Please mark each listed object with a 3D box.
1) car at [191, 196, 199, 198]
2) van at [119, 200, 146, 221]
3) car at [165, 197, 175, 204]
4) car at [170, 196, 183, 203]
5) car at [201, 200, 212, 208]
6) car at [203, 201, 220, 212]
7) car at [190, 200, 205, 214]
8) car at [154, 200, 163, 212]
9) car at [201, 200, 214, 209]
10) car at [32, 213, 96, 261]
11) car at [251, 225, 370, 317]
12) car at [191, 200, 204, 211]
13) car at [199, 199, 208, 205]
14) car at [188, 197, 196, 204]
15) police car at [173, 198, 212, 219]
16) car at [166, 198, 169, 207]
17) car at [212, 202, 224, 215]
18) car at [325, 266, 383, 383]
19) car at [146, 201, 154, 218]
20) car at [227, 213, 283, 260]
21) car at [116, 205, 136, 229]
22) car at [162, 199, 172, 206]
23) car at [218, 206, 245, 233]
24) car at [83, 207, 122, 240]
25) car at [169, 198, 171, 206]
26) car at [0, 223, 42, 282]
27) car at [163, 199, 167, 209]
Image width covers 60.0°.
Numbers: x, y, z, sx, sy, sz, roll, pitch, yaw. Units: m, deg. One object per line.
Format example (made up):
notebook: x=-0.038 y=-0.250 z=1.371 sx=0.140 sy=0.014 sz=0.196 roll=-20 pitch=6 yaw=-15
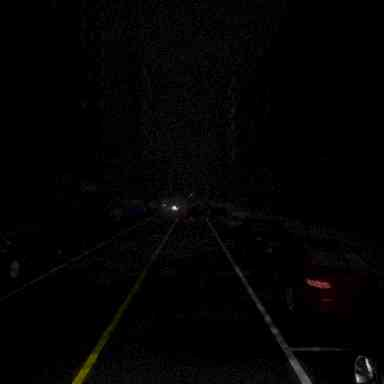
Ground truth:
car: x=-0.004 y=2.101 z=68.826 sx=1.994 sy=1.385 sz=4.181 roll=0 pitch=-1 yaw=0
van: x=-5.390 y=1.623 z=29.001 sx=1.690 sy=1.788 sz=3.998 roll=0 pitch=-1 yaw=0
car: x=-5.392 y=2.097 z=83.126 sx=2.192 sy=1.841 sz=5.009 roll=0 pitch=-1 yaw=0
car: x=-2.771 y=2.123 z=65.351 sx=2.128 sy=1.511 sz=4.902 roll=0 pitch=-1 yaw=0
car: x=2.634 y=2.154 z=61.465 sx=1.947 sy=1.339 sz=4.313 roll=0 pitch=-1 yaw=0
car: x=2.634 y=1.986 z=45.228 sx=2.008 sy=1.369 sz=4.403 roll=0 pitch=-1 yaw=0
car: x=0.716 y=1.872 z=43.143 sx=1.801 sy=1.575 sz=5.366 roll=0 pitch=-1 yaw=2
car: x=-5.391 y=1.960 z=45.066 sx=1.752 sy=1.417 sz=4.829 roll=0 pitch=-1 yaw=0
car: x=2.634 y=2.103 z=56.052 sx=1.947 sy=1.339 sz=4.313 roll=0 pitch=-1 yaw=0
car: x=-5.389 y=1.692 z=12.762 sx=1.947 sy=1.339 sz=4.313 roll=0 pitch=-1 yaw=0
car: x=2.636 y=1.655 z=7.340 sx=1.802 sy=1.307 sz=4.206 roll=0 pitch=-1 yaw=0
car: x=0.822 y=1.997 z=48.931 sx=1.812 sy=1.442 sz=4.674 roll=0 pitch=-1 yaw=0
car: x=2.633 y=2.315 z=77.703 sx=1.802 sy=1.307 sz=4.206 roll=0 pitch=-1 yaw=0
car: x=-0.005 y=2.102 z=83.476 sx=1.882 sy=1.535 sz=5.008 roll=0 pitch=-1 yaw=0
police car: x=0.139 y=1.748 z=33.365 sx=1.930 sy=1.638 sz=5.238 roll=0 pitch=-1 yaw=17
car: x=-5.391 y=2.062 z=55.891 sx=1.752 sy=1.417 sz=4.829 roll=0 pitch=-1 yaw=0
car: x=2.635 y=1.884 z=34.403 sx=2.008 sy=1.369 sz=4.403 roll=0 pitch=-1 yaw=0
car: x=2.637 y=1.586 z=1.928 sx=1.947 sy=1.339 sz=4.313 roll=0 pitch=-1 yaw=0
car: x=-5.390 y=1.774 z=34.413 sx=1.967 sy=1.590 sz=4.097 roll=0 pitch=-1 yaw=0
car: x=2.636 y=1.692 z=12.753 sx=1.947 sy=1.339 sz=4.313 roll=0 pitch=-1 yaw=0
car: x=-5.389 y=1.813 z=23.587 sx=1.802 sy=1.307 sz=4.206 roll=0 pitch=-1 yaw=0
car: x=-5.392 y=2.237 z=72.299 sx=2.008 sy=1.369 sz=4.403 roll=0 pitch=-1 yaw=0
car: x=2.636 y=1.705 z=18.336 sx=1.752 sy=1.417 sz=4.829 roll=0 pitch=-1 yaw=0
car: x=-5.389 y=1.745 z=18.174 sx=1.947 sy=1.339 sz=4.313 roll=0 pitch=-1 yaw=0
car: x=-5.391 y=2.171 z=61.473 sx=1.802 sy=1.307 sz=4.206 roll=0 pitch=-1 yaw=0
car: x=-5.389 y=1.625 z=7.349 sx=2.008 sy=1.369 sz=4.403 roll=0 pitch=-1 yaw=0
car: x=-5.391 y=2.053 z=50.648 sx=1.947 sy=1.339 sz=4.313 roll=0 pitch=-1 yaw=0
